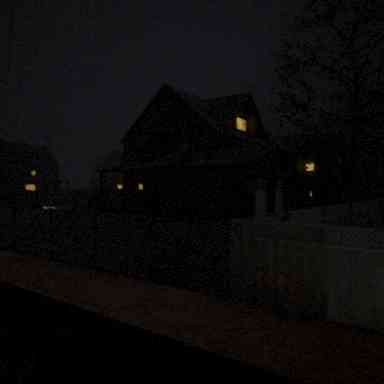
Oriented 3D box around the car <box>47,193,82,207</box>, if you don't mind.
[{"bbox_3d":[-13.396,0.805,35.886,1.994,1.385,4.181,1,2,35],"label":"car"}]
